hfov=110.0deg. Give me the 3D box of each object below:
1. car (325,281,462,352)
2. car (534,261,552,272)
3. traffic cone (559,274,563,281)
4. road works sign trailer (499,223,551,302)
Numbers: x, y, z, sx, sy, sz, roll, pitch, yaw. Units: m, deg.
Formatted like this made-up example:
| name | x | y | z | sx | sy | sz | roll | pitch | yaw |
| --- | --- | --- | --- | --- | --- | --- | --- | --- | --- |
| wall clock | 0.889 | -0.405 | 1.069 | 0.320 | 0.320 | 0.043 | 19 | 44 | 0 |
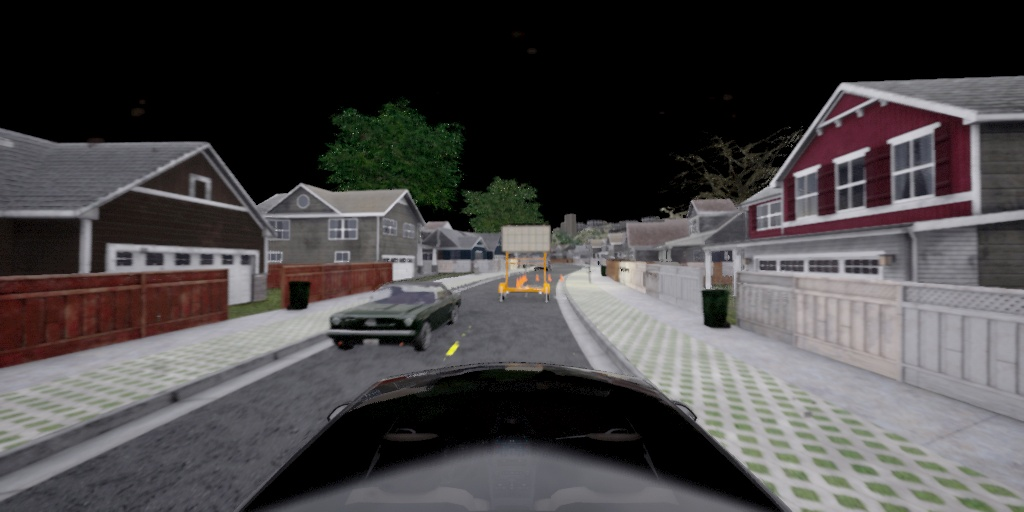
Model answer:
| name | x | y | z | sx | sy | sz | roll | pitch | yaw |
| --- | --- | --- | --- | --- | --- | --- | --- | --- | --- |
| car | -2.609 | 1.353 | 9.105 | 1.895 | 1.301 | 4.718 | 0 | 0 | 3 |
| car | 4.316 | 1.403 | 50.106 | 1.837 | 1.490 | 4.892 | 0 | 0 | 16 |
| traffic cone | 4.116 | 1.771 | 29.836 | 0.340 | 0.580 | 0.340 | 0 | 0 | 7 |
| road works sign trailer | 0.678 | 0.241 | 17.166 | 2.380 | 3.560 | 2.880 | 0 | 0 | 7 |
